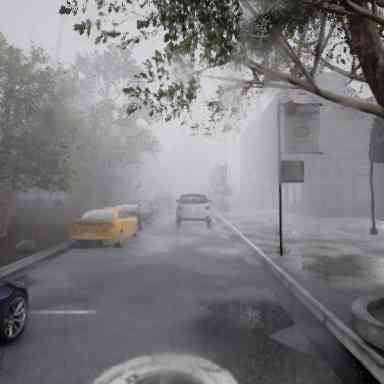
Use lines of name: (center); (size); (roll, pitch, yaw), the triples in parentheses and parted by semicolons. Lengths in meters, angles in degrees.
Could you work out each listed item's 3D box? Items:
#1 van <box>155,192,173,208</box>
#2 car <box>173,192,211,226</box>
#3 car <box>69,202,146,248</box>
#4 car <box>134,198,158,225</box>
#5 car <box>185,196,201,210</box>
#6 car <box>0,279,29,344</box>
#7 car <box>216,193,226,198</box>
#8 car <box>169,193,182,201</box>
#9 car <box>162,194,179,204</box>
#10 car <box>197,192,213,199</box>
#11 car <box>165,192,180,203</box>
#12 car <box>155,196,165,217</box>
van: (-3.613, 0.982, 42.494); (1.878, 1.987, 4.442); (1, 1, 2)
car: (0.106, 1.094, 22.218); (2.150, 2.045, 5.566); (0, 0, 0)
car: (-3.633, 1.397, 14.525); (2.097, 1.535, 5.008); (1, 0, 2)
car: (-3.638, 1.365, 20.086); (2.097, 1.535, 5.008); (0, 1, 2)
car: (0.113, 1.251, 40.553); (1.837, 1.490, 4.892); (0, 1, 0)
car: (-3.634, 1.491, 3.416); (2.163, 1.488, 4.792); (1, 0, 2)
car: (6.879, 0.901, 91.451); (2.097, 1.535, 5.008); (-3, -3, 36)
car: (-3.140, 0.956, 65.159); (2.097, 1.535, 5.008); (0, 0, 2)
car: (-3.387, 1.095, 53.749); (2.231, 1.521, 4.892); (0, 1, 2)
car: (3.439, 0.875, 86.706); (2.231, 1.521, 4.892); (-2, -1, 29)
car: (-3.384, 0.898, 59.456); (2.185, 1.767, 4.553); (-1, 1, 2)
car: (-3.639, 1.363, 25.693); (2.163, 1.488, 4.792); (0, 1, 2)
